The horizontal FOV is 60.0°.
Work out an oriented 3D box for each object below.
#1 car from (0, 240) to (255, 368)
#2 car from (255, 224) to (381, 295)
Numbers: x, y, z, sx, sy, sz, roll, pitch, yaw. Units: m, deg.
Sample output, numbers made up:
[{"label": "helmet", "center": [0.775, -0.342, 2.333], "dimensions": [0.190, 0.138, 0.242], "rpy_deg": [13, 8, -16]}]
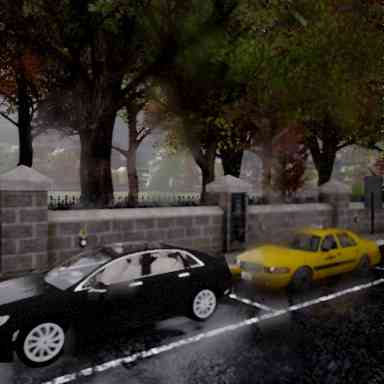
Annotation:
[{"label": "car", "center": [-1.263, 1.562, 5.662], "dimensions": [4.403, 1.369, 2.008], "rpy_deg": [0, 0, -36]}, {"label": "car", "center": [3.179, 1.568, 8.839], "dimensions": [4.829, 1.417, 1.752], "rpy_deg": [0, 0, -36]}]
